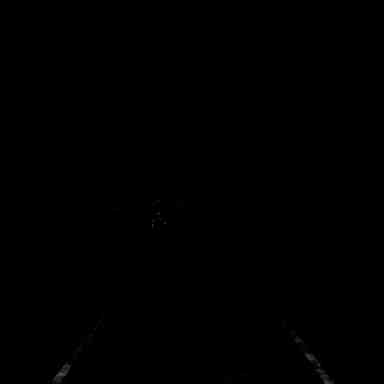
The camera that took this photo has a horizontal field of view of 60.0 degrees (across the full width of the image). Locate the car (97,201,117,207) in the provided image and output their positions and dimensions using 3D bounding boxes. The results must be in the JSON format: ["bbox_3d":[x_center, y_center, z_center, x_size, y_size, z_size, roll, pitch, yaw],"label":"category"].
[{"bbox_3d":[-23.219,3.339,91.193,5.008,1.535,2.097,0,-2,0],"label":"car"}]

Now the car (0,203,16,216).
[{"bbox_3d":[-23.330,2.044,38.585,4.674,1.452,2.002,0,-1,0],"label":"car"}]

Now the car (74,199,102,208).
[{"bbox_3d":[-23.285,2.598,74.711,5.566,2.045,2.435,0,-2,0],"label":"car"}]

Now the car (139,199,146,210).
[{"bbox_3d":[-10.191,2.326,52.454,4.792,1.488,2.163,0,-1,0],"label":"car"}]

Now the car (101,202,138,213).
[{"bbox_3d":[-10.202,2.210,46.903,4.792,1.488,2.163,0,-1,0],"label":"car"}]

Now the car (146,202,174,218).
[{"bbox_3d":[-3.313,1.998,35.131,1.994,1.385,4.181,0,-1,0],"label":"car"}]

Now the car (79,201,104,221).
[{"bbox_3d":[-10.264,1.772,27.474,5.008,1.535,2.097,0,-1,0],"label":"car"}]

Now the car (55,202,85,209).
[{"bbox_3d":[-23.307,2.569,63.633,4.792,1.488,2.163,0,-1,0],"label":"car"}]

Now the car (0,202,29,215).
[{"bbox_3d":[-23.316,2.065,41.480,5.008,1.535,2.097,0,-1,0],"label":"car"}]

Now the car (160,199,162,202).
[{"bbox_3d":[-9.991,2.846,74.646,5.366,1.575,1.946,0,-2,0],"label":"car"}]

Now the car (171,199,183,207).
[{"bbox_3d":[-3.288,2.766,76.815,1.812,1.442,4.674,0,-1,0],"label":"car"}]

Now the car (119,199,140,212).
[{"bbox_3d":[-10.051,2.119,44.127,5.366,1.575,1.946,0,-1,0],"label":"car"}]

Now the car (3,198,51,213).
[{"bbox_3d":[-23.283,1.930,47.026,5.566,2.045,2.435,0,-1,0],"label":"car"}]

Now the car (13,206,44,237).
[{"bbox_3d":[-10.321,1.598,16.397,4.792,1.488,2.163,0,-1,0],"label":"car"}]

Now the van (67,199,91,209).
[{"bbox_3d":[-23.384,2.457,69.049,4.442,1.987,1.878,0,-2,0],"label":"van"}]

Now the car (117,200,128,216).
[{"bbox_3d":[-10.068,1.944,35.801,5.366,1.575,1.946,0,-1,0],"label":"car"}]

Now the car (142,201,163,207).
[{"bbox_3d":[-10.160,3.178,85.746,5.008,1.535,2.097,0,-2,0],"label":"car"}]

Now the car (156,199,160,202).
[{"bbox_3d":[-10.002,2.680,68.975,5.366,1.575,1.946,0,-2,0],"label":"car"}]

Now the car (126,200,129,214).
[{"bbox_3d":[-10.242,2.006,38.577,4.892,1.521,2.231,0,-1,0],"label":"car"}]

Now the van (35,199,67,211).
[{"bbox_3d":[-23.411,2.130,55.334,4.442,1.987,1.878,0,-1,0],"label":"van"}]

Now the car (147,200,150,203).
[{"bbox_3d":[-10.239,2.443,58.005,4.792,1.488,2.163,0,-1,0],"label":"car"}]

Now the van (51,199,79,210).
[{"bbox_3d":[-23.175,2.250,60.888,4.442,1.987,1.878,0,-1,0],"label":"van"}]

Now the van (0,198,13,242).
[{"bbox_3d":[-10.181,1.328,13.616,4.442,1.987,1.878,0,0,0],"label":"van"}]

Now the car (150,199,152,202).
[{"bbox_3d":[-10.235,2.349,60.781,4.553,1.767,2.185,0,-1,0],"label":"car"}]

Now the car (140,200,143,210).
[{"bbox_3d":[-10.197,2.268,49.678,4.792,1.488,2.163,0,-1,0],"label":"car"}]

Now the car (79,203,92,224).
[{"bbox_3d":[-10.278,1.753,24.698,4.674,1.452,2.002,0,-1,0],"label":"car"}]

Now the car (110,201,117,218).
[{"bbox_3d":[-10.228,1.763,33.028,4.553,1.767,2.185,0,-1,0],"label":"car"}]

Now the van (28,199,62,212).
[{"bbox_3d":[-23.183,2.072,52.563,4.442,1.987,1.878,0,-1,0],"label":"van"}]

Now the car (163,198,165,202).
[{"bbox_3d":[-10.189,2.845,82.979,5.566,2.045,2.435,0,-2,0],"label":"car"}]

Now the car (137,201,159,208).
[{"bbox_3d":[-10.177,2.932,77.421,4.892,1.521,2.231,0,-2,0],"label":"car"}]

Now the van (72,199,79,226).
[{"bbox_3d":[-10.164,1.429,21.928,4.442,1.987,1.878,0,-1,0],"label":"van"}]

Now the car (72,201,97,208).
[{"bbox_3d":[-23.233,2.796,71.935,4.792,1.488,2.163,0,-2,0],"label":"car"}]

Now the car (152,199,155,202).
[{"bbox_3d":[-10.193,2.540,63.557,4.892,1.521,2.231,0,-2,0],"label":"car"}]

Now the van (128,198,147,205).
[{"bbox_3d":[-10.332,2.129,55.235,4.442,1.987,1.878,0,-1,0],"label":"van"}]

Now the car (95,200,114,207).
[{"bbox_3d":[-23.261,3.131,88.427,4.553,1.767,2.185,0,-2,0],"label":"car"}]

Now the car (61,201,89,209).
[{"bbox_3d":[-23.302,2.636,66.272,4.792,1.488,2.163,0,-2,0],"label":"car"}]

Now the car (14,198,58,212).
[{"bbox_3d":[-23.277,1.988,49.795,5.566,2.045,2.435,0,-1,0],"label":"car"}]

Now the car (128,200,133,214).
[{"bbox_3d":[-10.249,2.065,41.352,4.892,1.521,2.231,0,-1,0],"label":"car"}]

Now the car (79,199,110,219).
[{"bbox_3d":[-10.233,1.704,30.253,4.553,1.767,2.185,0,-1,0],"label":"car"}]

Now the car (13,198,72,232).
[{"bbox_3d":[-10.315,1.345,19.153,5.566,2.045,2.435,0,-1,0],"label":"car"}]

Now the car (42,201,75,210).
[{"bbox_3d":[-23.294,2.414,58.098,5.008,1.535,2.097,0,-1,0],"label":"car"}]
